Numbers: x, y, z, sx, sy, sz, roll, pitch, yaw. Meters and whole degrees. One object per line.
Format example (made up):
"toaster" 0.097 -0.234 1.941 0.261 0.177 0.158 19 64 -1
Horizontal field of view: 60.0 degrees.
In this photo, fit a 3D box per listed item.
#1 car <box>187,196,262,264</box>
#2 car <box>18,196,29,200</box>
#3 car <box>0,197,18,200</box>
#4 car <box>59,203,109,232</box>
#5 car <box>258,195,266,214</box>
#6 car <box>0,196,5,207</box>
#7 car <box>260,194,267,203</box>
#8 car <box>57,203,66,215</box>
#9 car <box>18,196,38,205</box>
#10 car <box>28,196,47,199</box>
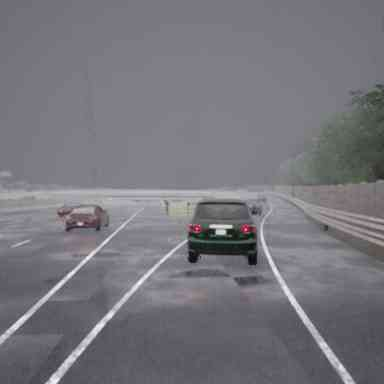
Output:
"car" 1.194 1.230 12.103 2.150 2.045 5.566 0 0 8
"car" -31.431 1.873 61.556 1.837 1.490 4.892 0 -1 -6
"car" -26.400 1.657 45.961 1.812 1.442 4.674 0 -1 -5
"car" -6.106 1.511 19.734 1.812 1.442 4.674 0 0 -6
"car" 6.322 1.492 35.051 2.097 1.767 4.553 0 0 15
"car" -34.564 1.643 57.679 2.097 1.767 4.553 0 -1 -5
"car" 14.364 1.277 68.735 2.097 1.767 4.553 0 1 11
"car" -10.564 1.626 30.050 1.895 1.301 4.718 0 0 -6
"car" -36.135 1.844 73.334 2.150 2.045 5.566 0 -1 -6
"car" -27.949 1.906 61.913 2.128 1.511 4.902 0 -1 -6
